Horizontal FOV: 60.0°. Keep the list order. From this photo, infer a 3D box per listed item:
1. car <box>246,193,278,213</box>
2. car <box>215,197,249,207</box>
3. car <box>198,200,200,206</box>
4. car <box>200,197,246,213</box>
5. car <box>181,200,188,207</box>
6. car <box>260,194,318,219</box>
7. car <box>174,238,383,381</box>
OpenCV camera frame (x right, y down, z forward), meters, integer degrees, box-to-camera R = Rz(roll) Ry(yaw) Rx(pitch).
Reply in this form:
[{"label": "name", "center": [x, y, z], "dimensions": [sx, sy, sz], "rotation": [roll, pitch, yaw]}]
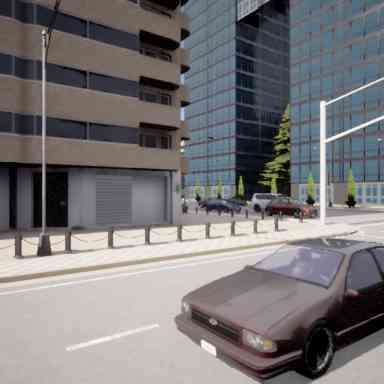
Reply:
[{"label": "car", "center": [8.600, 1.164, 34.613], "dimensions": [2.150, 2.045, 5.566], "rotation": [0, 0, -36]}, {"label": "car", "center": [6.009, 1.489, 50.754], "dimensions": [2.033, 1.411, 5.357], "rotation": [0, 0, -35]}, {"label": "car", "center": [2.763, 1.434, 42.853], "dimensions": [2.128, 1.511, 4.902], "rotation": [0, 0, -35]}, {"label": "car", "center": [3.319, 1.468, 36.005], "dimensions": [1.812, 1.442, 4.674], "rotation": [0, 0, -35]}, {"label": "car", "center": [-2.373, 1.468, 44.094], "dimensions": [1.812, 1.442, 4.674], "rotation": [0, 0, -35]}, {"label": "car", "center": [8.527, 1.295, 28.687], "dimensions": [2.097, 1.767, 4.553], "rotation": [0, 0, -35]}, {"label": "car", "center": [2.368, 1.547, 5.695], "dimensions": [5.357, 1.411, 2.033], "rotation": [0, 0, -36]}]
